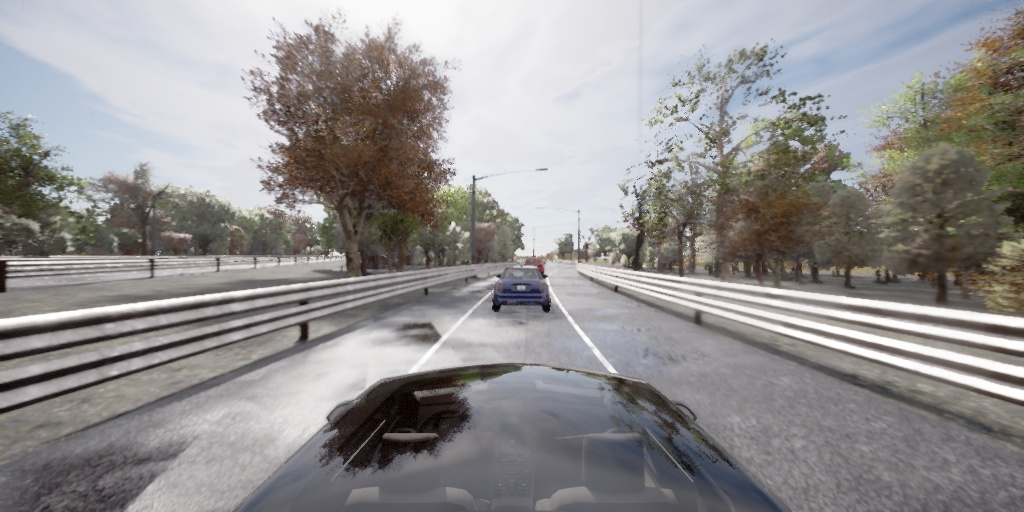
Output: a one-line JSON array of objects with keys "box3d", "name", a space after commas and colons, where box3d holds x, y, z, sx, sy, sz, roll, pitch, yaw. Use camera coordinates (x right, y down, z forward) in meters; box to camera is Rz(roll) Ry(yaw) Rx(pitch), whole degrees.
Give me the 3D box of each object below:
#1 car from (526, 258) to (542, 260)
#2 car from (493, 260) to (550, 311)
[{"box3d": [2.642, 1.232, 41.526, 2.150, 2.045, 5.566, 0, 0, 8], "name": "car"}, {"box3d": [0.420, 1.180, 15.021, 2.097, 1.767, 4.553, 0, 0, 2], "name": "car"}]
